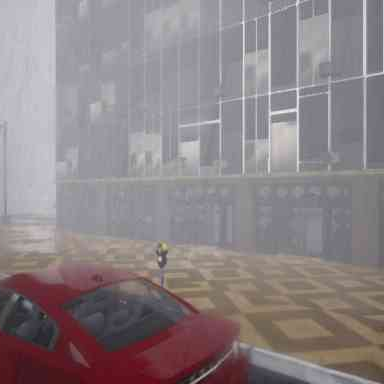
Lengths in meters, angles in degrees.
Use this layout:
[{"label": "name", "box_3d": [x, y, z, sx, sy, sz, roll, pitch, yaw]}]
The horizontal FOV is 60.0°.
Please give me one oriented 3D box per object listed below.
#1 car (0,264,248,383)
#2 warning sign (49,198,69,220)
[{"label": "car", "box_3d": [-1.579, 1.543, 3.847, 4.507, 1.381, 1.887, 0, 0, 36]}, {"label": "warning sign", "box_3d": [-11.649, 1.452, 29.083, 1.300, 1.860, 1.060, 1, 1, 33]}]
